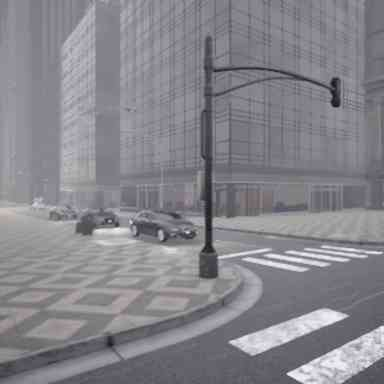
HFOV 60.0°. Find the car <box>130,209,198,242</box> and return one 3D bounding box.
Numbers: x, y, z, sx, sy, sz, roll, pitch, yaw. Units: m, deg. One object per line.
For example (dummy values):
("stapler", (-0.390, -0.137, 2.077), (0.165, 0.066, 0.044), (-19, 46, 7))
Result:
("car", (-1.618, 1.705, 17.705), (1.837, 1.490, 4.892), (0, -1, -36))

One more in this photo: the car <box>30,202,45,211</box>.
("car", (-26.687, 2.458, 57.742), (1.812, 1.442, 4.674), (0, -1, -36))

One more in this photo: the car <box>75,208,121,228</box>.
("car", (-6.950, 1.903, 25.057), (1.994, 1.385, 4.181), (0, -1, -36))

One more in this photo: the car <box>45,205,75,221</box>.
("car", (-12.925, 2.022, 33.320), (1.812, 1.442, 4.674), (0, -1, -36))
